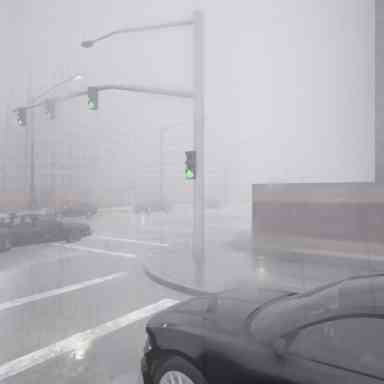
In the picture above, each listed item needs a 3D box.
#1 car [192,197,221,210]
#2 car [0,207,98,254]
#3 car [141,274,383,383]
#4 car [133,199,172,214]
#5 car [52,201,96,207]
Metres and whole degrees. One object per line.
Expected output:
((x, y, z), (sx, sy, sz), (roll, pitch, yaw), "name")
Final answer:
((1.997, 1.478, 44.022), (1.882, 1.535, 5.008), (0, 0, 36), "car")
((-6.770, 1.547, 13.591), (2.033, 1.411, 5.357), (0, 0, 35), "car")
((1.741, 1.478, 2.764), (5.008, 1.535, 1.882), (0, 0, 37), "car")
((-4.172, 1.505, 35.566), (1.837, 1.490, 4.892), (0, 0, 36), "car")
((-10.099, 1.492, 27.428), (2.128, 1.511, 4.902), (0, 0, 34), "car")
